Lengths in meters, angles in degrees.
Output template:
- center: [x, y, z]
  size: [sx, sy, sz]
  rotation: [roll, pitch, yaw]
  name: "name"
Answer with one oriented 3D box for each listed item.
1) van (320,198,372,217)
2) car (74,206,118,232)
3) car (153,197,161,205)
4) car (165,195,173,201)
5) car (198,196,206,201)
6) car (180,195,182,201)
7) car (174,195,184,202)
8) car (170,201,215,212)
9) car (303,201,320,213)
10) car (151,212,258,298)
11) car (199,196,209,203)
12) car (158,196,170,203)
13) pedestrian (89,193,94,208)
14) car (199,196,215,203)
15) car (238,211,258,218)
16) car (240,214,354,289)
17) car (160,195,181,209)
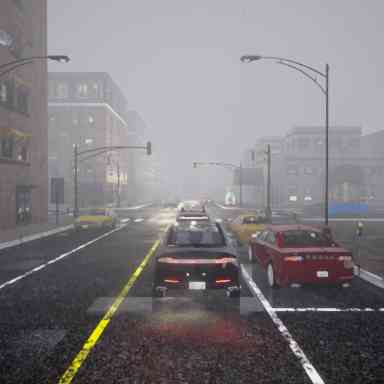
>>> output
- center: [14.591, 1.416, 31.215]
  size: [3.998, 1.788, 1.690]
  rotation: [0, 0, -1]
  name: "van"
- center: [-5.739, 1.529, 20.240]
  size: [1.752, 1.417, 4.829]
  rotation: [0, 0, 0]
  name: "car"
- center: [-5.821, 1.584, 58.562]
  size: [2.008, 1.369, 4.403]
  rotation: [0, 0, 0]
  name: "car"
- center: [-5.882, 1.604, 86.875]
  size: [1.752, 1.417, 4.829]
  rotation: [0, 0, 0]
  name: "car"
- center: [2.499, 1.629, 87.076]
  size: [2.008, 1.369, 4.403]
  rotation: [-1, 0, 0]
  name: "car"
- center: [-3.204, 1.595, 57.415]
  size: [1.994, 1.385, 4.181]
  rotation: [0, 0, 0]
  name: "car"
- center: [-3.173, 1.573, 81.119]
  size: [2.128, 1.511, 4.902]
  rotation: [0, 0, 0]
  name: "car"
- center: [0.061, 1.494, 18.855]
  size: [2.128, 1.511, 4.902]
  rotation: [0, 0, 0]
  name: "car"
- center: [14.585, 1.599, 37.005]
  size: [4.181, 1.385, 1.994]
  rotation: [0, 0, -1]
  name: "car"
- center: [0.084, 1.491, 8.486]
  size: [2.128, 1.511, 4.902]
  rotation: [0, 0, 0]
  name: "car"
- center: [2.535, 1.601, 69.986]
  size: [2.008, 1.369, 4.403]
  rotation: [0, 0, 0]
  name: "car"
- center: [-5.845, 1.600, 69.956]
  size: [2.008, 1.369, 4.403]
  rotation: [0, 0, 0]
  name: "car"
- center: [-12.721, 1.083, 42.276]
  size: [0.375, 1.860, 0.375]
  rotation: [0, 0, -1]
  name: "pedestrian"
- center: [2.571, 1.466, 52.895]
  size: [1.967, 1.590, 4.097]
  rotation: [0, 0, 0]
  name: "car"
- center: [2.653, 1.527, 14.897]
  size: [1.752, 1.417, 4.829]
  rotation: [0, 0, 0]
  name: "car"
- center: [2.666, 1.545, 9.030]
  size: [1.887, 1.381, 4.507]
  rotation: [0, 0, 0]
  name: "car"
- center: [-2.941, 1.561, 45.857]
  size: [2.033, 1.411, 5.357]
  rotation: [0, 0, -4]
  name: "car"
